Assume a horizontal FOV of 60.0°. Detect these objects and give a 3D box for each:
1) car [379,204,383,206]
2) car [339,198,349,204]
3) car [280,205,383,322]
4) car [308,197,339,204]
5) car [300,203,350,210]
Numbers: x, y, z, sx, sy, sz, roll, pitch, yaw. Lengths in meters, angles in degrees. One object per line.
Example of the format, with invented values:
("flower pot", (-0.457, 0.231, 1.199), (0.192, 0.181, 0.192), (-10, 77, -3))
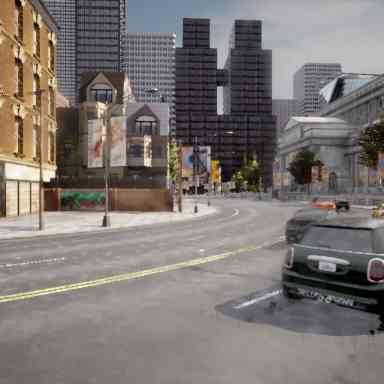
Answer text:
("car", (13.847, 1.448, 23.360), (1.801, 1.575, 5.366), (0, 0, 22))
("car", (17.565, 1.484, 40.632), (1.837, 1.490, 4.892), (1, 0, 3))
("car", (3.903, 1.349, 7.423), (2.097, 1.767, 4.553), (0, 0, 45))
("car", (13.434, 1.333, 34.754), (2.097, 1.767, 4.553), (0, 0, 11))
("car", (5.744, 1.497, 15.149), (1.837, 1.490, 4.892), (1, 0, 35))
